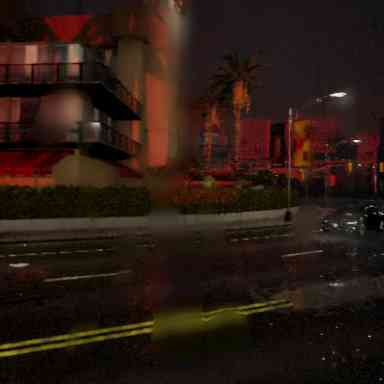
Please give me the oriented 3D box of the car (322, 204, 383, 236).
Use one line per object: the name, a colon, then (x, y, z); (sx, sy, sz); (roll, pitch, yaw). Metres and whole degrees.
car: (8.786, 1.421, 17.921); (4.892, 1.490, 1.837); (1, 1, -43)
